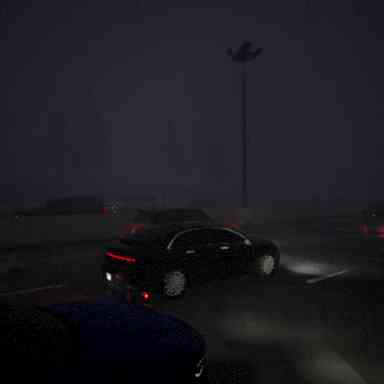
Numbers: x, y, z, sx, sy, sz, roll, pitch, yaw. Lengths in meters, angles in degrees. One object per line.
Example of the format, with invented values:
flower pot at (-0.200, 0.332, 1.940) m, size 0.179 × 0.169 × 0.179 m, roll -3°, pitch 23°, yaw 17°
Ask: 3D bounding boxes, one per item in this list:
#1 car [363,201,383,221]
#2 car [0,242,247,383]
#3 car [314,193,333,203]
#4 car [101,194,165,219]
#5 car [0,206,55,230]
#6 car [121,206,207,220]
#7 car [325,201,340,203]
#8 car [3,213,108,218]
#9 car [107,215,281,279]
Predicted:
car at (14.603, 1.429, 25.094) m, size 4.902 × 1.511 × 2.128 m, roll 0°, pitch 0°, yaw -43°
car at (-2.118, 1.489, 2.325) m, size 5.008 × 1.535 × 1.882 m, roll 0°, pitch 0°, yaw -35°
car at (24.903, 1.167, 62.918) m, size 2.097 × 1.767 × 4.553 m, roll 0°, pitch 0°, yaw 37°
car at (-5.372, 1.250, 30.947) m, size 5.566 × 2.045 × 2.150 m, roll 0°, pitch 0°, yaw -40°
car at (-11.621, 1.655, 21.547) m, size 4.718 × 1.301 × 1.895 m, roll 0°, pitch 0°, yaw -37°
car at (-0.245, 1.355, 12.453) m, size 4.553 × 1.767 × 2.097 m, roll 0°, pitch 0°, yaw -37°
car at (20.410, 1.513, 46.222) m, size 1.895 × 1.301 × 4.718 m, roll 0°, pitch 0°, yaw 43°
car at (-7.864, 1.259, 20.006) m, size 5.566 × 2.045 × 2.150 m, roll 0°, pitch 0°, yaw -37°
car at (0.211, 1.506, 8.391) m, size 4.892 × 1.490 × 1.837 m, roll 0°, pitch 0°, yaw -37°
